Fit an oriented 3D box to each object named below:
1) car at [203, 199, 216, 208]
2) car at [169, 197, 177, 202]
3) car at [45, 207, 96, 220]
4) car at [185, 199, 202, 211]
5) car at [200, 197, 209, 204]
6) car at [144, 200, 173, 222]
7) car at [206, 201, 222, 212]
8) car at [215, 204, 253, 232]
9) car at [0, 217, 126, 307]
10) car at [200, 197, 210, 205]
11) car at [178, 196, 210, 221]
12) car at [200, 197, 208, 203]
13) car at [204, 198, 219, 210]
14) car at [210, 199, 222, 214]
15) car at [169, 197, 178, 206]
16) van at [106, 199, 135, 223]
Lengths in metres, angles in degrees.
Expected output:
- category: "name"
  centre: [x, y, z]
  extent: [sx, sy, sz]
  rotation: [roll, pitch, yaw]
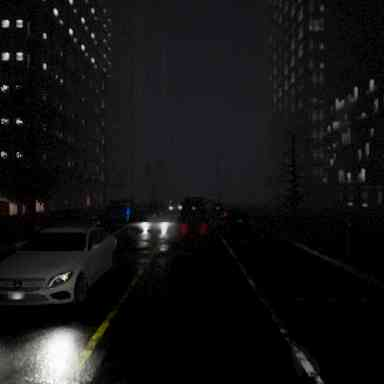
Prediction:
- category: "car"
  centre: [2.827, 1.885, 54.898]
  extent: [1.947, 1.339, 4.313]
  rotation: [-1, 0, 0]
- category: "car"
  centre: [-5.447, 2.082, 94.409]
  extent: [2.008, 1.369, 4.403]
  rotation: [-1, 0, 0]
- category: "car"
  centre: [-5.662, 1.529, 15.433]
  extent: [1.967, 1.590, 4.097]
  rotation: [-1, 0, 0]
- category: "car"
  centre: [0.198, 1.756, 45.594]
  extent: [2.128, 1.511, 4.902]
  rotation: [0, 0, 0]
- category: "car"
  centre: [2.888, 1.990, 77.469]
  extent: [1.887, 1.381, 4.507]
  rotation: [-1, 0, 0]
- category: "car"
  centre: [-2.940, 1.674, 28.554]
  extent: [1.837, 1.490, 4.892]
  rotation: [0, -1, 0]
- category: "car"
  centre: [2.796, 1.837, 43.613]
  extent: [1.802, 1.307, 4.206]
  rotation: [-1, 0, 0]
- category: "car"
  centre: [2.735, 1.692, 21.043]
  extent: [1.947, 1.339, 4.313]
  rotation: [-1, 0, 0]
- category: "car"
  centre: [-3.081, 1.573, 8.191]
  extent: [1.812, 1.442, 4.674]
  rotation: [0, 0, 0]
- category: "car"
  centre: [2.538, 1.867, 67.447]
  extent: [1.882, 1.535, 5.008]
  rotation: [0, 0, 0]
- category: "car"
  centre: [0.146, 1.399, 29.539]
  extent: [2.150, 2.045, 5.566]
  rotation: [0, 0, 0]
- category: "car"
  centre: [2.903, 2.002, 83.282]
  extent: [1.752, 1.417, 4.829]
  rotation: [-1, 0, 0]
- category: "car"
  centre: [2.810, 1.727, 49.256]
  extent: [1.967, 1.590, 4.097]
  rotation: [-1, 0, 0]
- category: "car"
  centre: [2.781, 1.789, 37.971]
  extent: [1.947, 1.339, 4.313]
  rotation: [-1, 0, 0]
- category: "car"
  centre: [-2.887, 1.699, 60.540]
  extent: [2.097, 1.767, 4.553]
  rotation: [0, 0, 1]
- category: "van"
  centre: [-5.633, 1.495, 26.716]
  extent: [1.690, 1.788, 3.998]
  rotation: [-1, 0, 0]
